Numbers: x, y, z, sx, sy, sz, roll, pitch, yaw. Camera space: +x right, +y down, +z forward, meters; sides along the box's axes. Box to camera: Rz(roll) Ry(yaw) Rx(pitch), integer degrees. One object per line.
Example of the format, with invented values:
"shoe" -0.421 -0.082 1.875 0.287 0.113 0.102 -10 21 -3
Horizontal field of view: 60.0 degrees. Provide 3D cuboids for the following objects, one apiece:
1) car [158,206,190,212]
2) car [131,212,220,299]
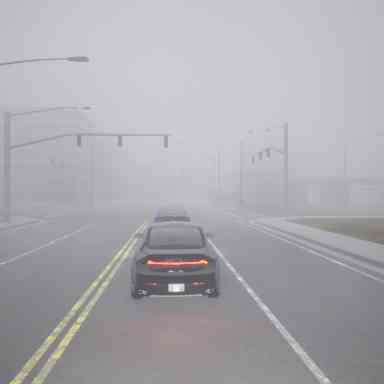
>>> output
"car" -1.079 1.478 17.976 1.882 1.535 5.008 0 0 -4
"car" -0.442 1.505 8.503 1.837 1.490 4.892 0 0 -4
